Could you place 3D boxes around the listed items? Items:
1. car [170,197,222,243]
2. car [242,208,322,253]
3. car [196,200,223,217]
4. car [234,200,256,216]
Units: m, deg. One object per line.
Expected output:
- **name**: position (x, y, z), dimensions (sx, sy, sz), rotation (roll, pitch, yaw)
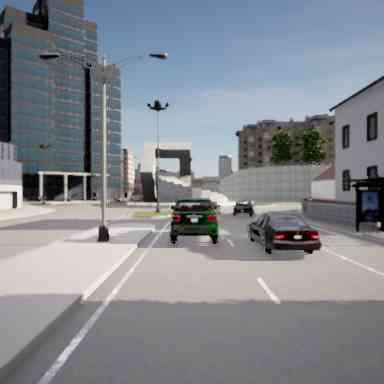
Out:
- **car**: position (0.100, 1.278, 16.600), dimensions (2.150, 2.045, 5.566), rotation (0, 0, 0)
- **car**: position (3.600, 1.594, 13.829), dimensions (2.033, 1.411, 5.357), rotation (0, 0, 0)
- **car**: position (1.865, 1.618, 34.089), dimensions (1.837, 1.490, 4.892), rotation (-1, 0, 14)
- **car**: position (5.426, 1.604, 34.009), dimensions (2.128, 1.511, 4.902), rotation (0, 0, 15)
